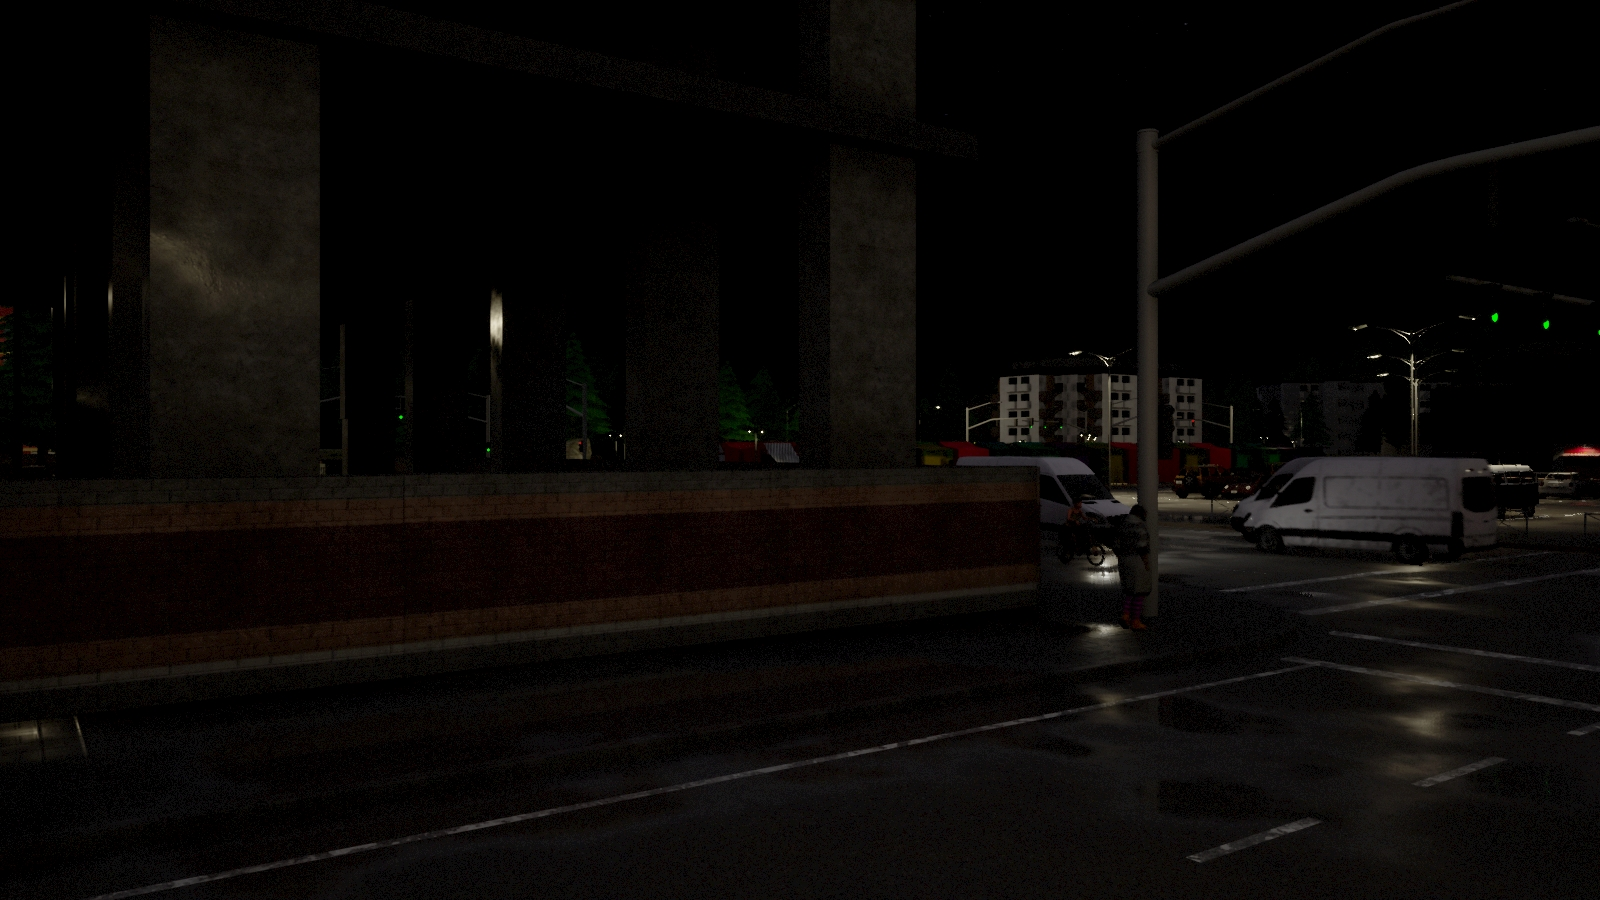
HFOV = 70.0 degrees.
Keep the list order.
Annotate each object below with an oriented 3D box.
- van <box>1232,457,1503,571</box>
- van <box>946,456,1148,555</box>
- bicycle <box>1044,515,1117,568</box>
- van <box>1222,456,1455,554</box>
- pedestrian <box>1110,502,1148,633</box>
[{"bbox_3d":[14.174,1.466,28.959,1.988,2.561,5.915,0,0,-35],"label":"van"},{"bbox_3d":[6.983,1.470,33.056,1.988,2.561,5.915,0,0,-35],"label":"van"},{"bbox_3d":[6.706,2.169,27.364,0.859,1.126,1.487,0,0,-35],"label":"bicycle"},{"bbox_3d":[15.457,1.468,33.203,1.988,2.561,5.915,0,0,-35],"label":"van"},{"bbox_3d":[4.787,1.691,16.605,0.375,1.860,0.375,0,0,-30],"label":"pedestrian"}]
